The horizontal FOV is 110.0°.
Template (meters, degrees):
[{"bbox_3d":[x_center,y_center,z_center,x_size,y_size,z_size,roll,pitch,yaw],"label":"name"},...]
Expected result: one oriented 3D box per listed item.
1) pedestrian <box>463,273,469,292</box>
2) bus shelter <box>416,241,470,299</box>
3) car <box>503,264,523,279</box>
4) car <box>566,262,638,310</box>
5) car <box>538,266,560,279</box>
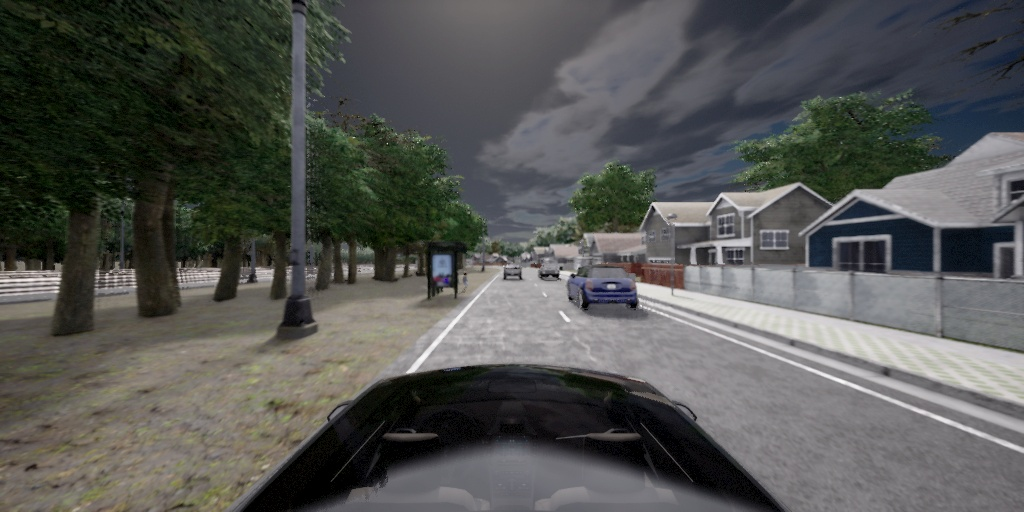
[{"bbox_3d":[-2.723,1.139,21.000,0.375,1.860,0.375,0,0,10],"label":"pedestrian"},{"bbox_3d":[-3.495,0.687,18.504,1.920,2.740,3.880,0,0,0],"label":"bus shelter"},{"bbox_3d":[0.084,1.532,35.992,2.128,1.511,4.902,0,-1,0],"label":"car"},{"bbox_3d":[3.603,1.139,15.102,2.097,1.767,4.553,0,0,0],"label":"car"},{"bbox_3d":[3.609,1.641,35.992,1.895,1.301,4.718,0,-1,0],"label":"car"}]
